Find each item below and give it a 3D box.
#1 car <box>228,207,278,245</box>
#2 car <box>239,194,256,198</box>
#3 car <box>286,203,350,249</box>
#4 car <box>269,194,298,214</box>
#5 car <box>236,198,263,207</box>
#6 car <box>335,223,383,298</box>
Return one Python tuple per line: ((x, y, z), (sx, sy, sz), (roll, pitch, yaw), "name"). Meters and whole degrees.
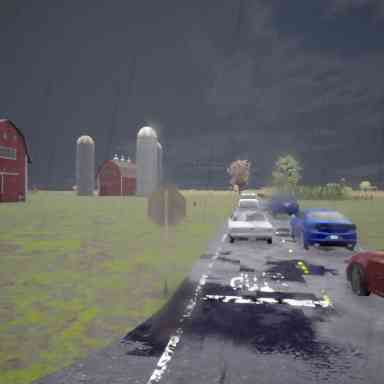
((2.691, 1.602, 15.841), (1.895, 1.301, 4.718), (0, 0, 6), "car")
((6.843, 1.216, 40.268), (2.150, 2.045, 5.566), (0, 0, 10), "car")
((5.520, 1.480, 14.482), (1.882, 1.535, 5.008), (0, 0, 8), "car")
((8.236, 1.222, 30.079), (2.150, 2.045, 5.566), (0, 0, 8), "car")
((4.902, 1.506, 28.640), (1.837, 1.490, 4.892), (0, 0, 9), "car")
((4.566, 1.528, 5.685), (1.812, 1.442, 4.674), (0, 0, -5), "car")
